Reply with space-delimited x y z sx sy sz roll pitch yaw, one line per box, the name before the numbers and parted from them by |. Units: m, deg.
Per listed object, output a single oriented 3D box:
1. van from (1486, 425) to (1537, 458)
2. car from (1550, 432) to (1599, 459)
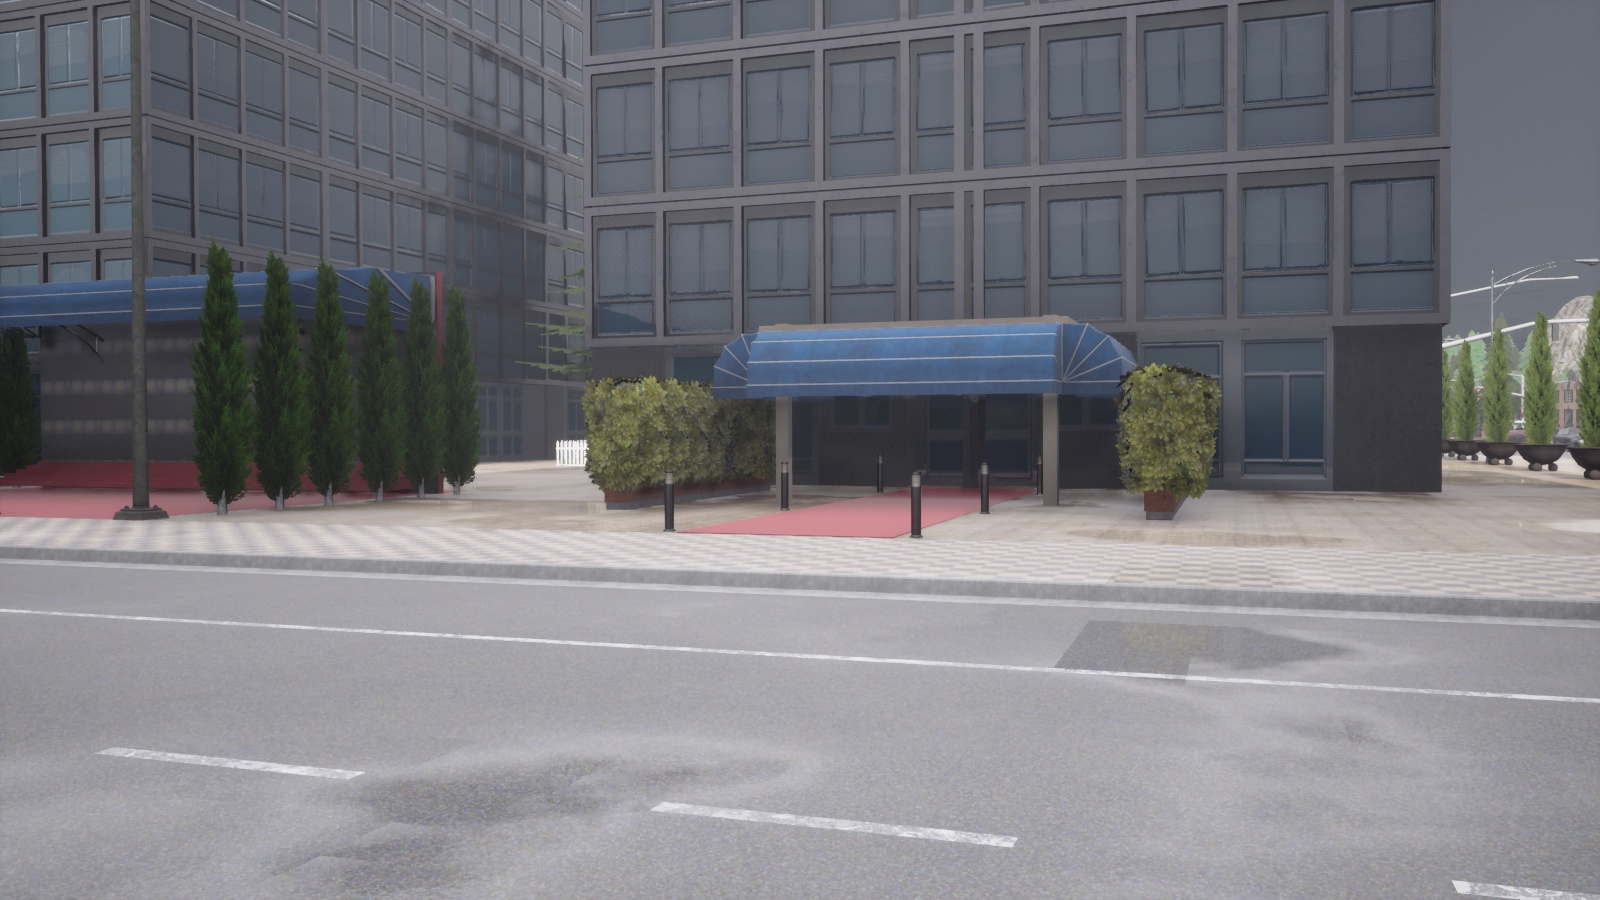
van | 45.634 -0.567 80.604 2.069 2.038 4.480 1 1 19
car | 48.709 -0.321 78.513 2.033 1.649 4.856 0 1 17
